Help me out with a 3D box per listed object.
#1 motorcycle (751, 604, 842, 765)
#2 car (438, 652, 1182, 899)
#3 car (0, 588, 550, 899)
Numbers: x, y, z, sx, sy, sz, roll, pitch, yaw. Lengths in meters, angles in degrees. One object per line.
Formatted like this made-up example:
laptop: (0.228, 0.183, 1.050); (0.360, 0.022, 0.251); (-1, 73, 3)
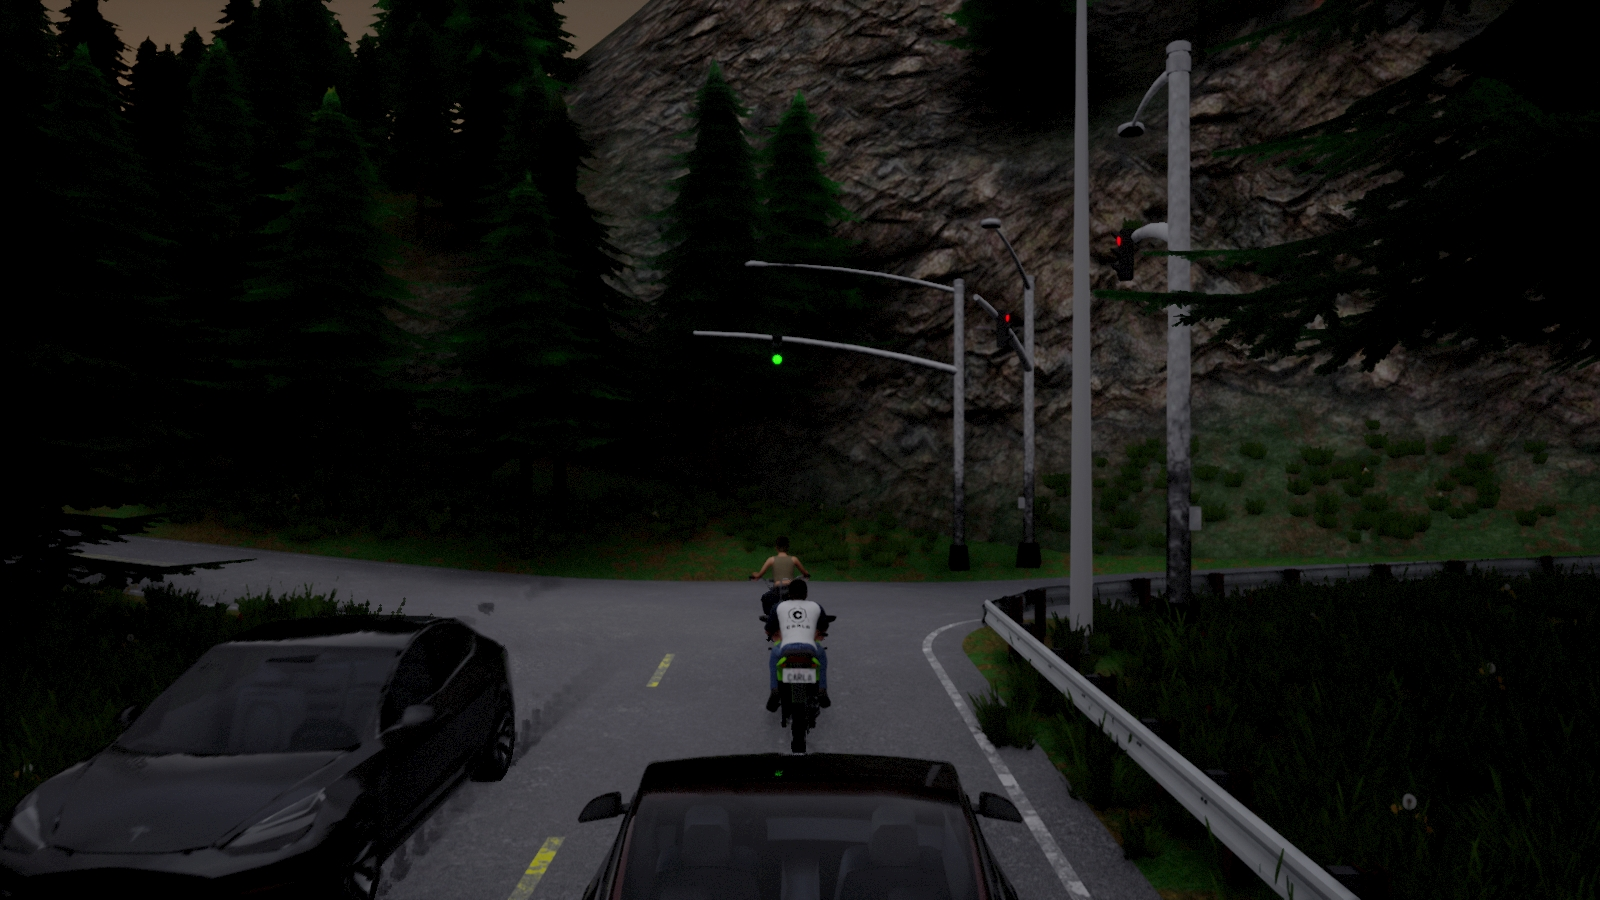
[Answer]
motorcycle: (-0.039, 2.188, 11.009); (0.803, 1.145, 2.033); (0, 0, 0)
car: (0.030, 2.050, 4.977); (2.163, 1.488, 4.792); (0, 0, 0)
car: (-3.458, 2.044, 8.292); (2.163, 1.488, 4.792); (0, 0, 1)
